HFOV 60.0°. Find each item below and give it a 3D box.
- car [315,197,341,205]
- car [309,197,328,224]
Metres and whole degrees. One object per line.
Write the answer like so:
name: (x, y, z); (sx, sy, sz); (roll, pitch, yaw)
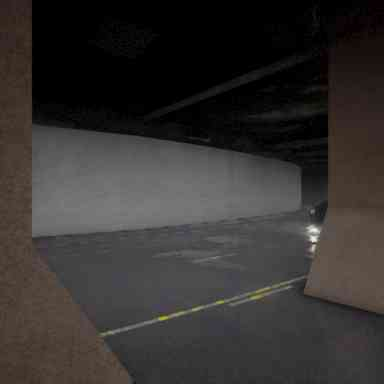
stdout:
car: (24.678, 1.600, 60.564); (1.895, 1.301, 4.718); (0, 0, -14)
car: (10.128, 1.351, 24.055); (2.097, 1.767, 4.553); (0, 0, 37)
